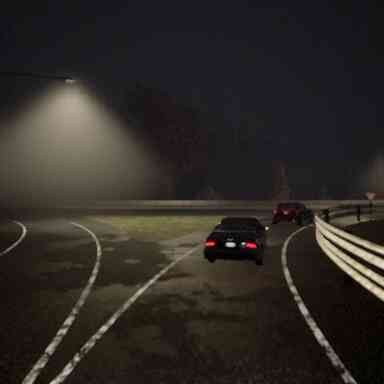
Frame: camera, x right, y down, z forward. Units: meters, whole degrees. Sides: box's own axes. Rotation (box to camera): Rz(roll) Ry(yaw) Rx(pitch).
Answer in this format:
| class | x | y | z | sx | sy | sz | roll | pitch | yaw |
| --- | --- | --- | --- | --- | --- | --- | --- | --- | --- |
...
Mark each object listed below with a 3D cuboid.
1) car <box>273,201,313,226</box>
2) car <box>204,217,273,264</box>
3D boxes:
| class | x | y | z | sx | sy | sz | roll | pitch | yaw |
| --- | --- | --- | --- | --- | --- | --- | --- | --- | --- |
| car | 7.785 | 1.527 | 25.447 | 2.097 | 1.767 | 4.553 | 0 | 0 | 32 |
| car | 1.772 | 1.629 | 12.268 | 2.033 | 1.411 | 5.357 | 0 | -1 | 15 |
